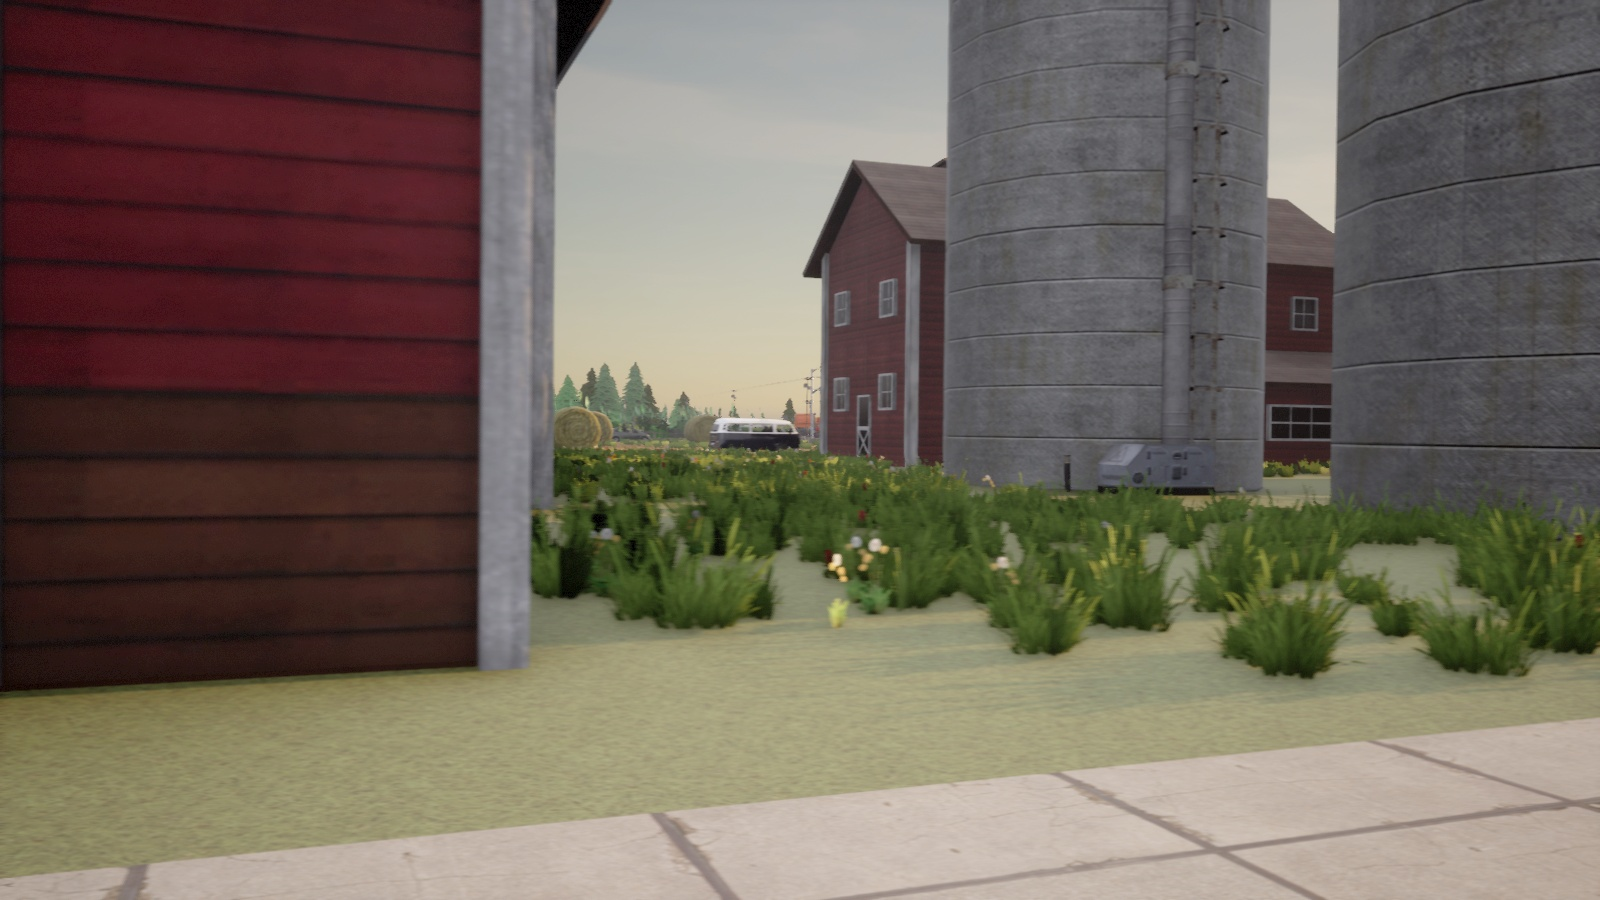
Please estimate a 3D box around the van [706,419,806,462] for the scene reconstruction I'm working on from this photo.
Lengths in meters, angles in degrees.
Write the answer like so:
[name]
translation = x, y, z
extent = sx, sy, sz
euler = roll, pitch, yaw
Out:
[van]
translation = -2.181, -0.494, 62.215
extent = 4.480, 2.038, 2.069
euler = -1, 1, -21
